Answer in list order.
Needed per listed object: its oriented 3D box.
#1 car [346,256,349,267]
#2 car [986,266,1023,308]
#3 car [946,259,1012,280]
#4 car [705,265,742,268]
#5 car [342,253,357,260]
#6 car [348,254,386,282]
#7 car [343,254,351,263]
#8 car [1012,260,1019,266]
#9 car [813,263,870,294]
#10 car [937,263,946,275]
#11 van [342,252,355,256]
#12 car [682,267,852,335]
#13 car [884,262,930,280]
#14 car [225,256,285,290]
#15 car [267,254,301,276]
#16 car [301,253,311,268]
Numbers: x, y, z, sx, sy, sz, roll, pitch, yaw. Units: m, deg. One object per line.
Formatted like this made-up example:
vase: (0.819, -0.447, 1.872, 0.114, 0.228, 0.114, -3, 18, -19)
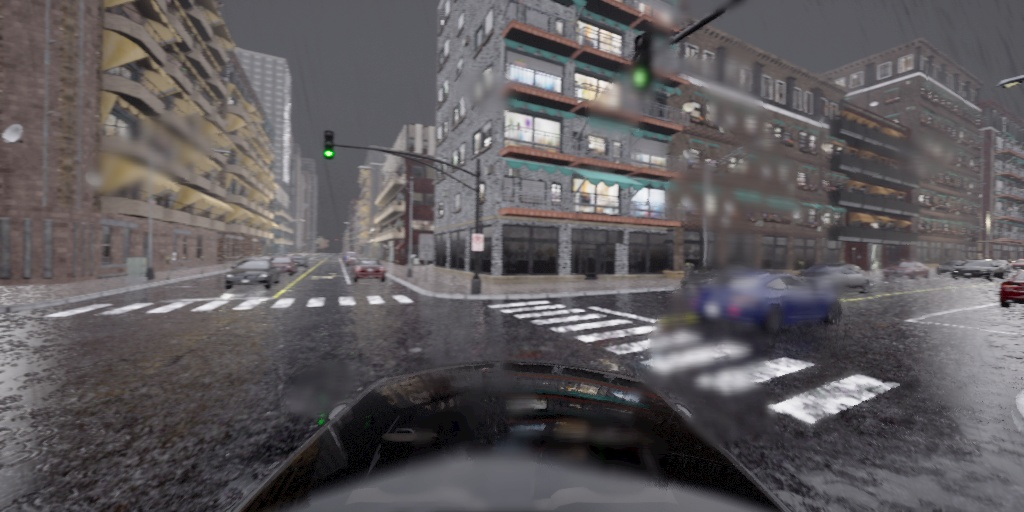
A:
car: (-12.192, 0.896, 29.249, 2.007, 1.370, 4.403, 0, 0, -26)
car: (19.410, 1.200, 12.920, 4.507, 1.381, 1.888, 0, 0, -26)
car: (35.833, 1.069, 27.491, 5.008, 1.535, 1.882, 0, 1, -26)
car: (10.567, 1.134, 18.128, 4.313, 1.339, 1.948, 0, 0, -26)
car: (-21.894, 0.621, 49.145, 1.802, 1.307, 4.207, 0, 0, -26)
car: (-9.767, 0.863, 24.276, 1.967, 1.591, 4.097, 0, 0, -26)
car: (-19.469, 0.697, 44.171, 1.802, 1.307, 4.207, 0, 0, -26)
car: (51.237, 1.112, 38.063, 4.403, 1.370, 2.007, 0, 0, -26)
car: (15.371, 1.159, 17.460, 4.181, 1.385, 1.994, 0, 1, -26)
car: (41.084, 1.128, 33.050, 4.313, 1.339, 1.948, 0, 0, -26)
van: (-24.320, 0.305, 54.119, 1.690, 1.789, 3.998, 0, 0, -26)
car: (6.993, 1.156, 9.864, 4.674, 1.442, 1.812, 0, 1, -26)
car: (30.931, 1.146, 28.037, 4.207, 1.307, 1.802, 0, 0, -26)
car: (-13.702, 0.897, 19.167, 1.812, 1.442, 4.674, 1, 0, -26)
car: (-18.109, 0.757, 28.208, 1.812, 1.442, 4.674, 1, 0, -26)
car: (-23.633, 0.620, 39.579, 1.994, 1.385, 4.181, 1, 0, -25)
